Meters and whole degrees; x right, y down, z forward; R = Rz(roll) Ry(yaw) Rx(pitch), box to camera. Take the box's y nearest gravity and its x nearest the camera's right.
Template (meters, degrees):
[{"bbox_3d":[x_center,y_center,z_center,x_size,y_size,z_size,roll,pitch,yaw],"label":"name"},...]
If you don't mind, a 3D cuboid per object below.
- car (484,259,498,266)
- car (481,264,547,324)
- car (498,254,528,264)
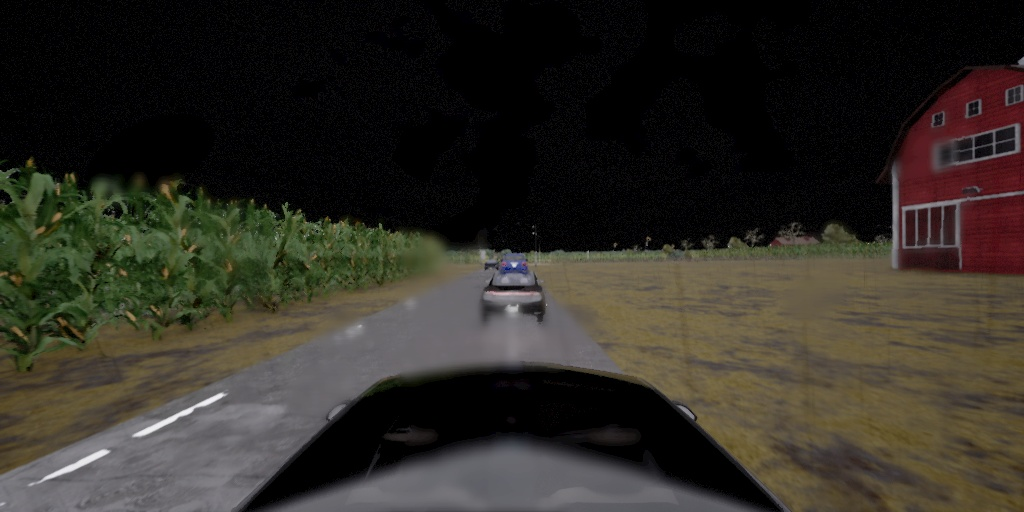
[{"bbox_3d":[-2.664,1.165,47.653,2.033,1.411,5.357,0,0,0],"label":"car"},{"bbox_3d":[0.092,1.186,11.689,2.128,1.511,4.902,0,0,1],"label":"car"},{"bbox_3d":[0.196,0.834,31.001,2.150,2.045,5.566,0,0,0],"label":"car"}]
